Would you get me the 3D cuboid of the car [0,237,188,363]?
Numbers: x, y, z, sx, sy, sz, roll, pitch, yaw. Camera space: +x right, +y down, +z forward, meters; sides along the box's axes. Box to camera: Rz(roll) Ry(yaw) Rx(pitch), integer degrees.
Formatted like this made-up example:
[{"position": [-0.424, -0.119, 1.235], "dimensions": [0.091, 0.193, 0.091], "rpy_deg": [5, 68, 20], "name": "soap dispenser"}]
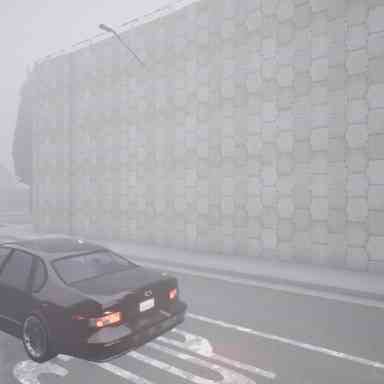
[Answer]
[{"position": [-2.648, 1.547, 5.865], "dimensions": [5.357, 1.411, 2.033], "rpy_deg": [0, 0, 35], "name": "car"}]
